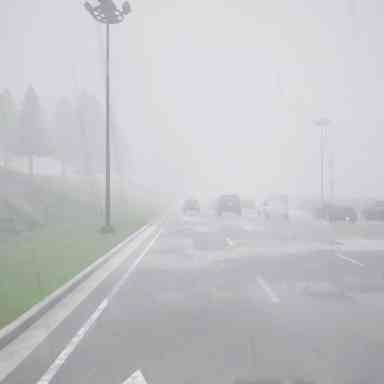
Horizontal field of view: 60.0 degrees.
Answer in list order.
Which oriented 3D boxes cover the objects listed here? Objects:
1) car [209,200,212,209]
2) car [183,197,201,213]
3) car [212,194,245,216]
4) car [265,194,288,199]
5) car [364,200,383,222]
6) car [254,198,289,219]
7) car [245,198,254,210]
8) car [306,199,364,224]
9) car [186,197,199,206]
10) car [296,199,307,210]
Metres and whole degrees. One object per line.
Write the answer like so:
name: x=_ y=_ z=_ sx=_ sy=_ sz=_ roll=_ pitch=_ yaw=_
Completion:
car: x=3.481 y=1.522 z=46.042 sx=1.812 sy=1.442 sz=4.674 roll=0 pitch=0 yaw=0
car: x=0.019 y=1.543 z=37.575 sx=2.033 sy=1.411 sz=5.357 roll=0 pitch=0 yaw=3
car: x=3.477 y=1.221 z=32.457 sx=2.150 sy=2.045 sz=5.566 roll=0 pitch=0 yaw=1
car: x=10.514 y=1.220 z=41.681 sx=2.150 sy=2.045 sz=5.566 roll=0 pitch=0 yaw=0
car: x=14.067 y=1.350 z=23.735 sx=2.097 sy=1.767 sz=4.553 roll=0 pitch=0 yaw=0
car: x=7.045 y=1.524 z=28.995 sx=1.812 sy=1.442 sz=4.674 roll=0 pitch=0 yaw=-1
car: x=7.019 y=1.474 z=43.805 sx=1.882 sy=1.535 sz=5.008 roll=0 pitch=0 yaw=0
car: x=10.560 y=1.505 z=25.006 sx=1.837 sy=1.490 sz=4.892 roll=0 pitch=1 yaw=0
car: x=0.017 y=1.543 z=54.994 sx=2.033 sy=1.411 sz=5.357 roll=0 pitch=0 yaw=-3
car: x=14.019 y=1.543 z=39.513 sx=2.033 sy=1.411 sz=5.357 roll=0 pitch=0 yaw=0
